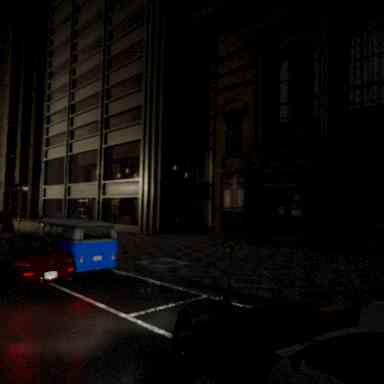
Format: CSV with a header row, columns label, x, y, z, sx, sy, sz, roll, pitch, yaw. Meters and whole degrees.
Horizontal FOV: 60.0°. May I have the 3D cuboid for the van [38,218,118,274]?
label,x,y,z,sx,sy,sz,roll,pitch,yaw
van,-4.223,1.848,11.630,1.690,1.788,3.998,4,-4,-45

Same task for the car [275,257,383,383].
label,x,y,z,sx,sy,sz,roll,pitch,yaw
car,3.551,1.817,3.778,1.752,1.417,4.829,4,-4,-45

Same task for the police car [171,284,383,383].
label,x,y,z,sx,sy,sz,roll,pitch,yaw
police car,1.878,1.630,2.830,1.930,1.638,5.238,4,-4,-45

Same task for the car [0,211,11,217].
label,x,y,z,sx,sy,sz,roll,pitch,yaw
car,-12.121,2.041,19.595,2.192,1.841,5.009,4,-4,-45

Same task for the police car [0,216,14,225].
label,x,y,z,sx,sy,sz,roll,pitch,yaw
police car,-9.387,1.942,14.188,1.930,1.638,5.238,4,-4,-45

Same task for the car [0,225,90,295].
label,x,y,z,sx,sy,sz,roll,pitch,yaw
car,-5.087,1.923,9.846,1.812,1.442,4.674,4,-4,-45
